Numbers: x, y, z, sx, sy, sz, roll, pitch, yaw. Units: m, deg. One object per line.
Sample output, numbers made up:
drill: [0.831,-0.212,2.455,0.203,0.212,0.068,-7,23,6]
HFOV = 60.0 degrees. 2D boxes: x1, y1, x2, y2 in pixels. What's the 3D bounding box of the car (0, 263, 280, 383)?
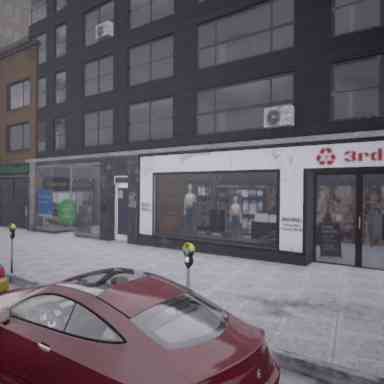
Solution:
car: [-1.118,1.580,3.866,4.206,1.307,1.802,0,1,35]
